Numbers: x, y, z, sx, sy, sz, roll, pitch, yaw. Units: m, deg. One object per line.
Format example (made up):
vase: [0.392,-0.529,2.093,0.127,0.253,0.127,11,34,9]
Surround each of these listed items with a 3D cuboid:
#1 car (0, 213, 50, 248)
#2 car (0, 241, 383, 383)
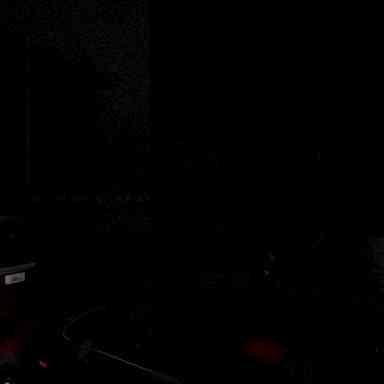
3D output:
car: [-4.464,1.315,6.138,5.009,1.841,2.192,0,0,35]
car: [-0.033,1.440,2.985,4.097,1.590,1.967,0,0,35]
